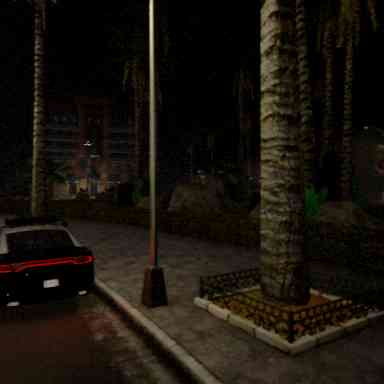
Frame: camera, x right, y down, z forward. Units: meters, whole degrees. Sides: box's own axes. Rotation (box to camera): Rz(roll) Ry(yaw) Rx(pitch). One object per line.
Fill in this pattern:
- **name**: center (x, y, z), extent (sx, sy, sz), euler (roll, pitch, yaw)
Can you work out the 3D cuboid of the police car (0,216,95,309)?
- **police car**: center (-3.921, 1.429, 8.111), extent (1.930, 1.638, 5.238), euler (0, 0, -33)
